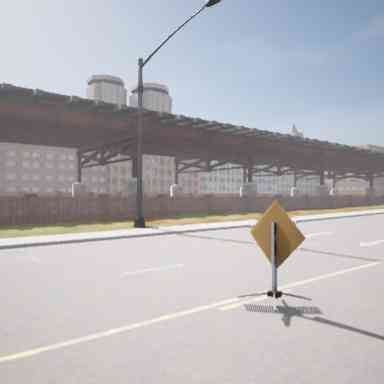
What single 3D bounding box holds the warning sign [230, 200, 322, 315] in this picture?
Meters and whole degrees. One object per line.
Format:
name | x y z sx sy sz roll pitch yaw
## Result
warning sign | 1.553 1.097 6.282 1.060 1.860 1.300 1 -1 -36
